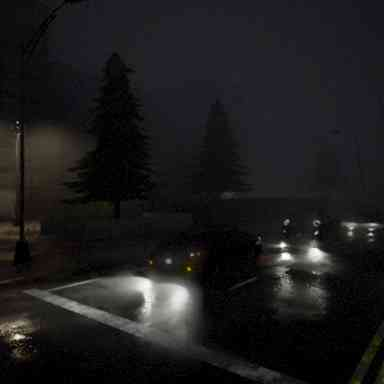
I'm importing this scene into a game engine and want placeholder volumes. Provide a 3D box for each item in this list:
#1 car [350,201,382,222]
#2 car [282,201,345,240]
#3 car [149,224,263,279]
[{"bbox_3d":[15.684,1.830,29.874,1.882,1.535,5.008,-1,-1,38],"label":"car"},{"bbox_3d":[6.778,1.604,18.589,2.097,1.767,4.553,-1,-1,38],"label":"car"},{"bbox_3d":[0.612,1.746,10.787,1.994,1.385,4.181,-1,-1,39],"label":"car"}]
